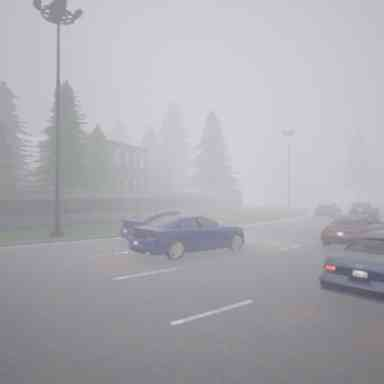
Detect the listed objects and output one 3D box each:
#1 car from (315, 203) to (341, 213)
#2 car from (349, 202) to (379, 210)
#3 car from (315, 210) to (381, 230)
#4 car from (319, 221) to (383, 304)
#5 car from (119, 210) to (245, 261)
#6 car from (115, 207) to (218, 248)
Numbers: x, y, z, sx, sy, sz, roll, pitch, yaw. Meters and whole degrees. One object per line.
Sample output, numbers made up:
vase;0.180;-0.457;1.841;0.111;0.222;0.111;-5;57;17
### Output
car;13.781;1.830;33.556;2.128;1.511;4.902;0;-1;34
car;15.534;1.661;29.962;2.097;1.767;4.553;0;-1;36
car;7.576;1.721;15.161;4.181;1.385;1.994;1;-1;-44
car;5.096;1.633;8.007;5.357;1.411;2.033;1;-1;-41
car;-0.025;1.598;12.961;5.008;1.535;1.882;0;0;-40
car;-1.134;1.629;16.580;5.008;1.535;1.882;0;0;-41
